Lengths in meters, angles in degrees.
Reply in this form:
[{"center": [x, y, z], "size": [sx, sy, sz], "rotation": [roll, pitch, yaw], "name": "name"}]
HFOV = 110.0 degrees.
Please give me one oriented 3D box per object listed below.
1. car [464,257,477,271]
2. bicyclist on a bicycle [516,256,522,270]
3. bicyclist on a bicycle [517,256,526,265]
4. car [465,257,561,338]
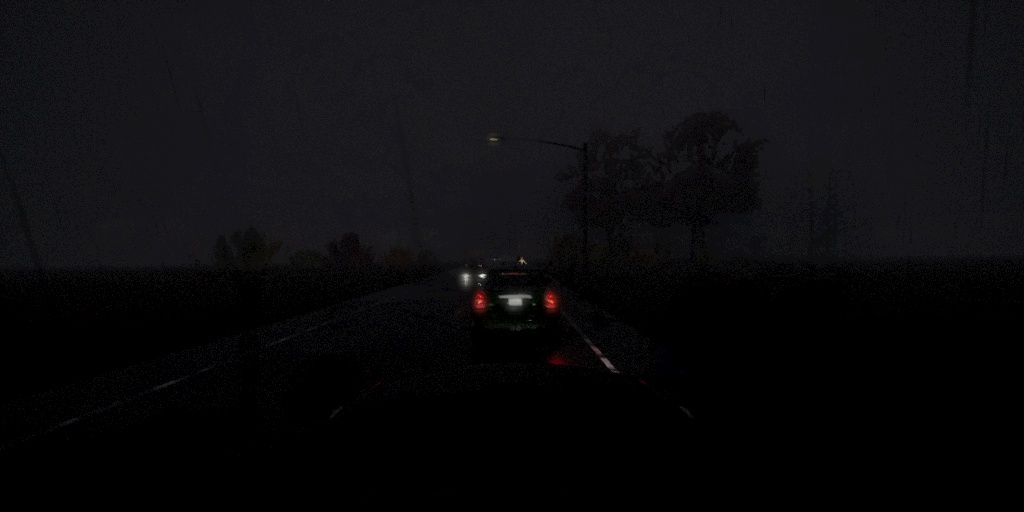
[{"center": [-3.721, 0.872, 36.886], "size": [1.882, 1.535, 5.008], "rotation": [0, 1, 0], "name": "car"}, {"center": [0.810, 0.792, 42.347], "size": [0.582, 1.620, 1.656], "rotation": [0, 0, 0], "name": "bicyclist on a bicycle"}, {"center": [0.863, 0.883, 31.768], "size": [0.866, 1.612, 1.509], "rotation": [0, 0, 0], "name": "bicyclist on a bicycle"}, {"center": [0.077, 1.018, 10.035], "size": [2.097, 1.767, 4.553], "rotation": [0, 1, 0], "name": "car"}]
